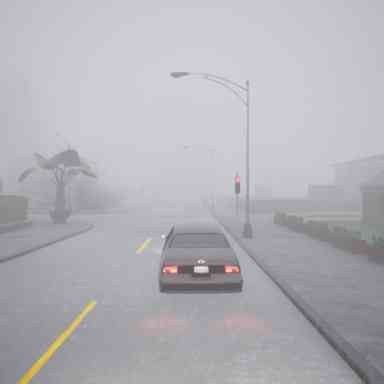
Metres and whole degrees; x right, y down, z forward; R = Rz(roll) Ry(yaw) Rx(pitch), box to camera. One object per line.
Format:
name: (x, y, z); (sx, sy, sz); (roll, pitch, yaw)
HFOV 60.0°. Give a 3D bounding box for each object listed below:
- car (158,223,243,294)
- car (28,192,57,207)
car: (0.111, 1.547, 8.948); (2.033, 1.411, 5.357); (0, 0, -2)
car: (-19.770, 0.985, 43.858); (1.905, 1.878, 3.866); (0, 0, 35)
